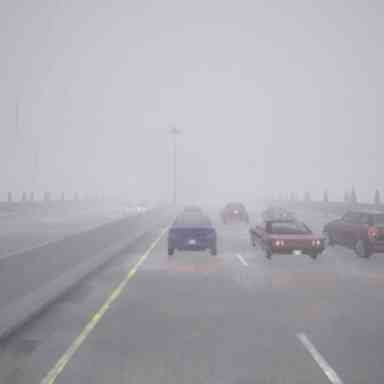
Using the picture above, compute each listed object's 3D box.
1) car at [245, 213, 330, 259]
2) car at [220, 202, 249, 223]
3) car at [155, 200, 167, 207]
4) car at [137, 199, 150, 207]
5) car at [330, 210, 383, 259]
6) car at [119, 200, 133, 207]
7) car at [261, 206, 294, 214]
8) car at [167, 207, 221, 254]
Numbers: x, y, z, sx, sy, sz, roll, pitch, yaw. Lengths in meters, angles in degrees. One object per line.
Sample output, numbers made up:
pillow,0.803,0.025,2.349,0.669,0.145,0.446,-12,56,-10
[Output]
car,3.521,1.747,13.275,1.895,1.301,4.718,0,-1,1
car,3.539,1.661,28.450,2.097,1.767,4.553,0,-1,1
car,-6.074,2.313,65.702,1.895,1.301,4.718,0,-1,2
car,-9.576,2.216,65.861,2.128,1.511,4.902,0,-1,2
car,7.026,1.499,13.451,2.097,1.767,4.553,0,-1,1
car,-13.072,2.313,65.826,1.895,1.301,4.718,0,-1,2
car,7.018,1.848,27.536,2.033,1.411,5.357,0,-1,1
car,0.033,1.634,14.287,1.882,1.535,5.008,0,0,1
